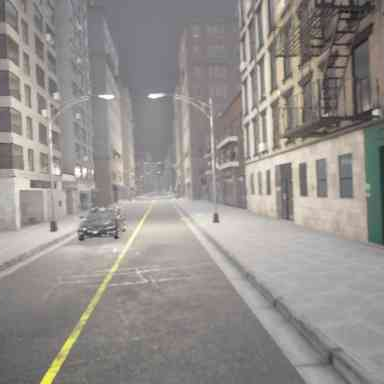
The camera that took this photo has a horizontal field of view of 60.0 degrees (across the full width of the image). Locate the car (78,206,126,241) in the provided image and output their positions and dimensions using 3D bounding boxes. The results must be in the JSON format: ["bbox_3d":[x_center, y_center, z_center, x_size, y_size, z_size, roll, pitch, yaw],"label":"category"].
[{"bbox_3d":[-4.497,1.515,17.098,1.837,1.490,4.892,-2,1,-5],"label":"car"}]
